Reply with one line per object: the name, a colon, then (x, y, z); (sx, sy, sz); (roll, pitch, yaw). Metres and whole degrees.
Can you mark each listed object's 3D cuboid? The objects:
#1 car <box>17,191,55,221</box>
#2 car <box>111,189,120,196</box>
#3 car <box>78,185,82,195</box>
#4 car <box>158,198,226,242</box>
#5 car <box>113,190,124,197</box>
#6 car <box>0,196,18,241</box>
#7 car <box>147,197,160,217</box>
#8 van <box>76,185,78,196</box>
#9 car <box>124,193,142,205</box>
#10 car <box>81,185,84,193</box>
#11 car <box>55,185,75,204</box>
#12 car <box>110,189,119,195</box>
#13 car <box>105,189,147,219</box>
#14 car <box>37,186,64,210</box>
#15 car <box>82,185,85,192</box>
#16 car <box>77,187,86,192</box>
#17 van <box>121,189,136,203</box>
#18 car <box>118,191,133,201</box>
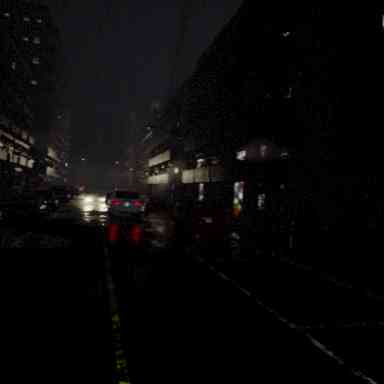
car: (-9.577, 0.824, 19.483); (2.008, 1.369, 4.403); (4, 0, -16)
car: (-18.842, 0.101, 81.943); (1.802, 1.307, 4.206); (4, 0, -16)
car: (-20.534, -0.042, 57.589); (1.752, 1.417, 4.829); (4, 0, -16)
car: (0.047, 1.258, 16.335); (2.192, 1.841, 5.009); (4, 0, -16)
car: (-15.697, 0.327, 71.007); (1.802, 1.307, 4.206); (4, 0, -16)
car: (-6.415, 0.840, 8.547); (2.192, 1.841, 5.009); (4, 0, -16)
car: (-3.106, 1.133, 27.270); (1.967, 1.590, 4.097); (4, 0, -16)
van: (-17.421, 0.004, 46.817); (1.690, 1.788, 3.998); (4, 0, -16)
car: (-7.834, 0.908, 43.672); (1.802, 1.307, 4.206); (4, 0, -16)
car: (-22.158, -0.103, 63.221); (1.802, 1.307, 4.206); (4, 0, -16)
car: (-14.275, 0.218, 35.884); (2.192, 1.841, 5.009); (4, 0, -16)
car: (-20.416, -0.010, 87.410); (1.802, 1.307, 4.206); (4, 0, -16)
car: (-4.988, 0.795, 24.387); (2.150, 2.045, 5.566); (4, 0, -16)
car: (-11.141, 0.589, 24.951); (1.967, 1.590, 4.097); (4, 0, -16)
car: (-26.858, -0.709, 79.621); (2.192, 1.841, 5.009); (4, 0, -16)
car: (-30.022, -0.679, 90.557); (1.947, 1.339, 4.313); (4, 0, -16)
van: (-9.388, 0.548, 49.137); (1.690, 1.788, 3.998); (4, 0, -16)
car: (-10.976, 0.634, 54.606); (1.887, 1.381, 4.507); (4, 0, -16)
